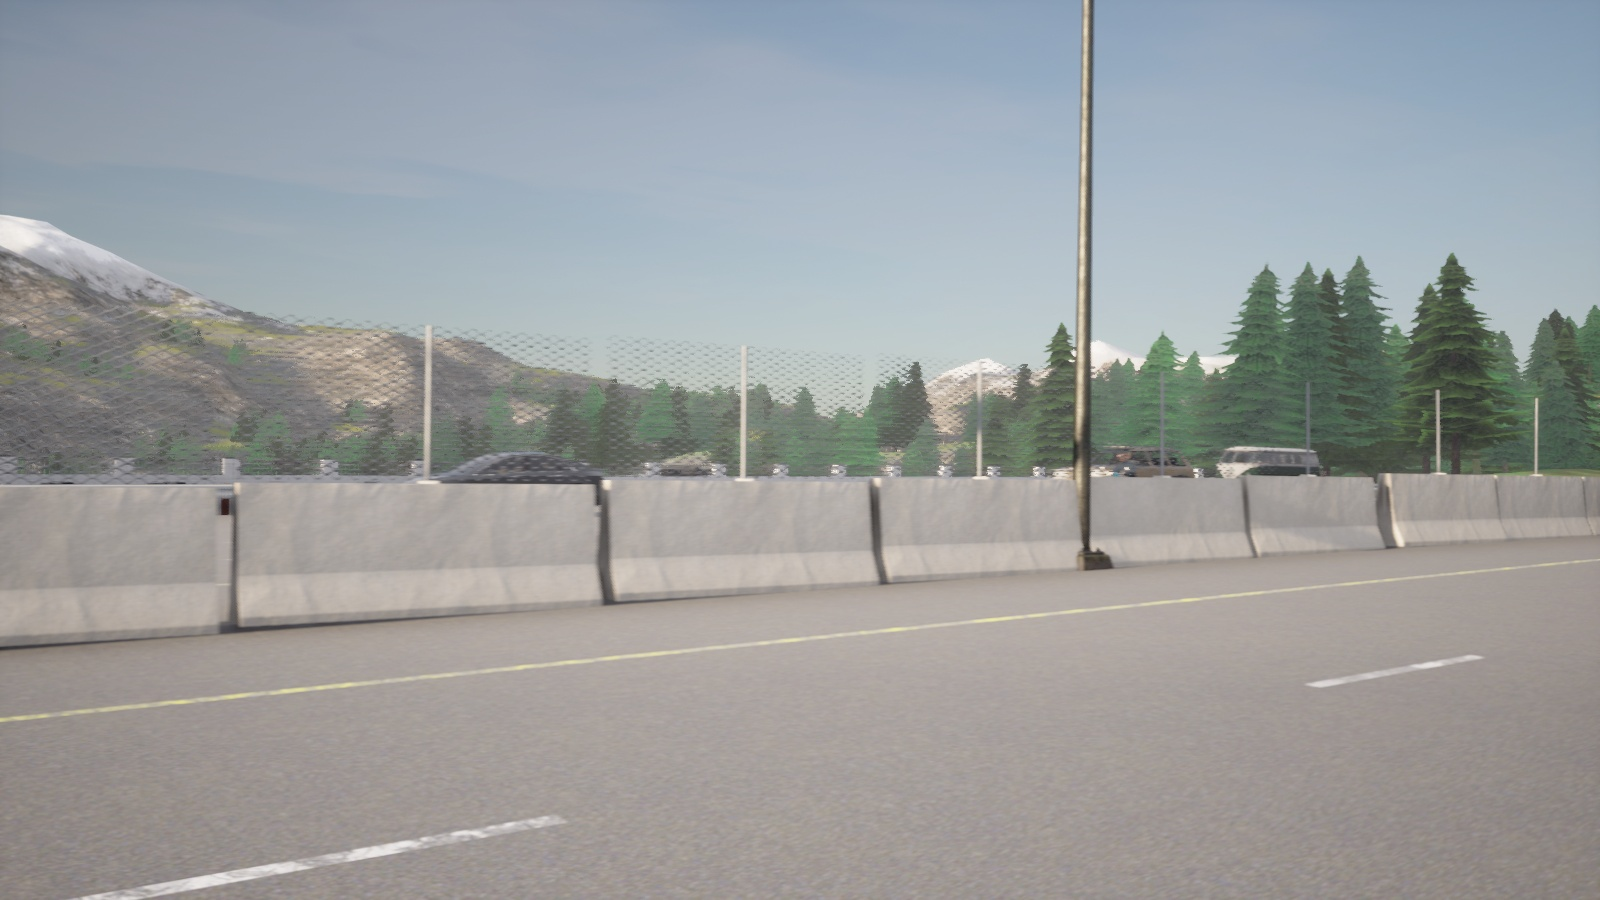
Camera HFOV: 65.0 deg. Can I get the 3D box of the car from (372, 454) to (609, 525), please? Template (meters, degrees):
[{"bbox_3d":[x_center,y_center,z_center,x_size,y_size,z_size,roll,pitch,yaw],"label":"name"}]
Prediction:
[{"bbox_3d":[-6.999,0.836,28.638,4.892,1.490,1.837,0,0,-35],"label":"car"}]

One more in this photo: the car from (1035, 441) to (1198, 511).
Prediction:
[{"bbox_3d":[8.977,0.711,35.483,4.605,1.855,1.932,1,-1,-35],"label":"car"}]

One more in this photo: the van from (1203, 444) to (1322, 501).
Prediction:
[{"bbox_3d":[16.617,0.811,45.074,4.442,1.987,1.775,1,-1,-35],"label":"van"}]
